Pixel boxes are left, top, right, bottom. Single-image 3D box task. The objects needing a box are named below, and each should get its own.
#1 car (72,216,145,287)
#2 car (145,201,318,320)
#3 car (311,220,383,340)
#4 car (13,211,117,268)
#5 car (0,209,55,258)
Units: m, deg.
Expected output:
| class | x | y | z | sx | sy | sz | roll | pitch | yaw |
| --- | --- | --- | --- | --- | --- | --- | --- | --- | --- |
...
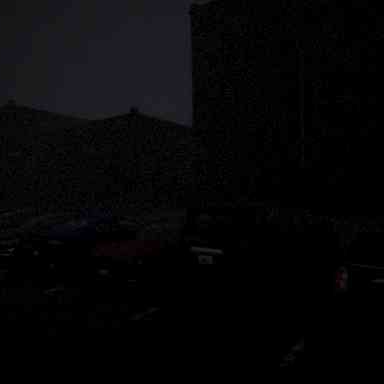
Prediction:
| class | x | y | z | sx | sy | sz | roll | pitch | yaw |
| --- | --- | --- | --- | --- | --- | --- | --- | --- | --- |
| car | -0.479 | 1.479 | 9.308 | 2.097 | 1.535 | 5.008 | 0 | 0 | 36 |
| car | 1.777 | 1.226 | 7.726 | 2.435 | 2.045 | 5.566 | 0 | 0 | 36 |
| car | 3.984 | 1.353 | 6.074 | 2.185 | 1.767 | 4.553 | 0 | 0 | 36 |
| car | -2.727 | 1.485 | 10.902 | 2.097 | 1.535 | 5.008 | 0 | 0 | 36 |
| car | -4.964 | 1.495 | 12.513 | 2.231 | 1.521 | 4.892 | 0 | 0 | 36 |
